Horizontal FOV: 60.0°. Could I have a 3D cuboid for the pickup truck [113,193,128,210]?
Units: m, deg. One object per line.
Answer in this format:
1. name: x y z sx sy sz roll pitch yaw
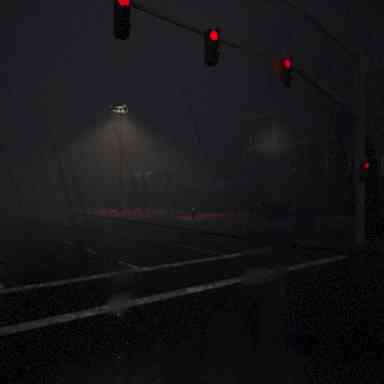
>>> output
1. pickup truck: -8.896 1.168 43.677 2.390 2.098 6.274 0 0 -7
